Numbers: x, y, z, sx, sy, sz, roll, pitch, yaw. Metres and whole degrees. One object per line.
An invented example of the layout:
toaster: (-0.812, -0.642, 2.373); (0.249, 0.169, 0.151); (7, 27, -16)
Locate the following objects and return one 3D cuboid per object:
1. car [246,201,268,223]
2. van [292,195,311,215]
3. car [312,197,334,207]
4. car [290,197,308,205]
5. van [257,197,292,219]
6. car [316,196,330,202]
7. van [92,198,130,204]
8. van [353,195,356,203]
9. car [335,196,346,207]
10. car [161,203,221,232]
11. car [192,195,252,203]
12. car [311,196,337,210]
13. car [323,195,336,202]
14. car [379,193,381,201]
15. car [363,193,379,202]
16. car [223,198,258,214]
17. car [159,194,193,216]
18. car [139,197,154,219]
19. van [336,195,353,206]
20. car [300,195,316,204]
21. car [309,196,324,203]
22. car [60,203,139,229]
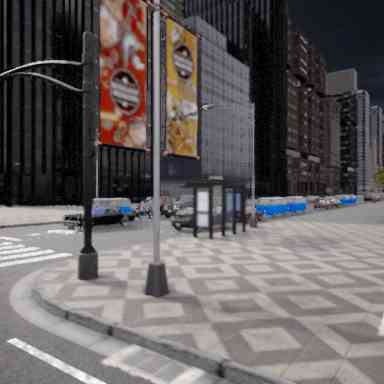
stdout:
car: (3.800, 1.605, 24.850); (1.802, 1.307, 4.206); (0, 0, 36)
van: (10.427, 1.362, 34.071); (1.690, 1.788, 3.998); (0, 0, 36)
car: (21.219, 1.512, 53.646); (2.128, 1.511, 4.902); (0, 0, 35)
car: (20.072, 1.571, 62.095); (2.008, 1.369, 4.403); (0, 0, 36)
van: (7.114, 1.362, 29.461); (1.690, 1.788, 3.998); (0, 0, 36)
car: (30.013, 1.591, 75.926); (1.947, 1.339, 4.313); (0, 0, 36)
van: (-6.437, 1.360, 25.214); (1.690, 1.788, 3.998); (0, 0, 36)
van: (26.996, 1.369, 57.122); (1.690, 1.788, 3.998); (0, 0, 36)
car: (20.368, 1.606, 47.901); (1.802, 1.307, 4.206); (0, 0, 36)
car: (0.486, 1.576, 20.240); (2.008, 1.369, 4.403); (0, 0, 36)
car: (2.731, 1.242, 27.957); (2.150, 2.045, 5.566); (0, 0, 36)
car: (17.054, 1.604, 43.291); (1.802, 1.307, 4.206); (0, 0, 36)
car: (33.226, 1.553, 80.397); (1.752, 1.417, 4.829); (0, 0, 36)
car: (43.664, 1.562, 80.311); (1.752, 1.417, 4.829); (0, 0, 36)
car: (40.250, 1.350, 75.562); (2.192, 1.841, 5.009); (0, 0, 36)
car: (5.502, 1.521, 37.244); (1.837, 1.490, 4.892); (0, 0, 36)
car: (-0.224, 1.239, 29.291); (2.150, 2.045, 5.566); (0, 0, 36)
car: (-3.123, 1.331, 29.824); (2.192, 1.841, 5.009); (0, 0, 36)
van: (23.682, 1.367, 52.512); (1.690, 1.788, 3.998); (0, 0, 36)
car: (23.385, 1.462, 66.705); (1.967, 1.590, 4.097); (0, 0, 36)
car: (26.600, 1.549, 71.177); (1.752, 1.417, 4.829); (0, 0, 36)
car: (-5.923, 1.623, 21.369); (1.895, 1.301, 4.718); (0, 0, 36)
